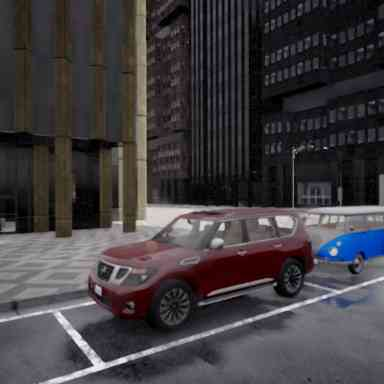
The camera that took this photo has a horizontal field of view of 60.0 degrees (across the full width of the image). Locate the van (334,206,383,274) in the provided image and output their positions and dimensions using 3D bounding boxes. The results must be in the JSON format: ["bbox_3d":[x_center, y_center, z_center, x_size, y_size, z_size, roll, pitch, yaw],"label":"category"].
[{"bbox_3d":[4.982,1.336,10.211,3.998,1.788,1.690,0,0,-36],"label":"van"}]

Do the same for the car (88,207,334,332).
[{"bbox_3d":[0.484,1.313,7.002,5.009,1.841,2.192,0,0,-36],"label":"car"}]
